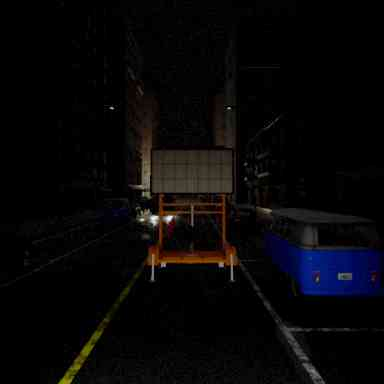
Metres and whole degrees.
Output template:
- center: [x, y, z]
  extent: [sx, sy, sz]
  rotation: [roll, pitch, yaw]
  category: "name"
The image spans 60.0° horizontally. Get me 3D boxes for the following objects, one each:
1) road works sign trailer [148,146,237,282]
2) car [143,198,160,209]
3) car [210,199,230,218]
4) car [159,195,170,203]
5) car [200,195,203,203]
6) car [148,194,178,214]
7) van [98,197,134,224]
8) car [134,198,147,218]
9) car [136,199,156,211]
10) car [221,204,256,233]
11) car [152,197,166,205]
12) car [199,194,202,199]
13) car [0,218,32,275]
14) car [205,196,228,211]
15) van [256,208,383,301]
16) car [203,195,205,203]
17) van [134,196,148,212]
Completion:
- center: [0.010, 0.464, 9.747]
  extent: [2.380, 3.560, 2.880]
  rotation: [0, 0, 0]
  category: "road works sign trailer"
- center: [-5.622, 1.584, 46.584]
  extent: [1.802, 1.307, 4.206]
  rotation: [0, 0, 0]
  category: "car"
- center: [2.887, 1.581, 30.071]
  extent: [1.802, 1.307, 4.206]
  rotation: [0, 0, 0]
  category: "car"
- center: [-5.601, 1.451, 68.590]
  extent: [1.967, 1.590, 4.097]
  rotation: [0, 0, 0]
  category: "car"
- center: [2.914, 1.557, 57.578]
  extent: [2.008, 1.369, 4.403]
  rotation: [0, 0, 0]
  category: "car"
- center: [-2.970, 1.222, 35.016]
  extent: [2.150, 2.045, 5.566]
  rotation: [0, 0, 0]
  category: "car"
- center: [-5.645, 1.340, 24.580]
  extent: [1.690, 1.788, 3.998]
  rotation: [0, 0, 0]
  category: "van"
- center: [-5.639, 1.550, 30.080]
  extent: [2.008, 1.369, 4.403]
  rotation: [0, 0, 0]
  category: "car"
- center: [-5.628, 1.567, 41.083]
  extent: [1.947, 1.339, 4.313]
  rotation: [0, 0, 0]
  category: "car"
- center: [2.876, 1.581, 19.069]
  extent: [1.802, 1.307, 4.206]
  rotation: [0, 0, 0]
  category: "car"
- center: [-5.611, 1.572, 57.587]
  extent: [1.947, 1.339, 4.313]
  rotation: [0, 0, 0]
  category: "car"
- center: [2.925, 1.577, 68.581]
  extent: [1.947, 1.339, 4.313]
  rotation: [0, 0, 0]
  category: "car"
- center: [-5.661, 1.440, 8.075]
  extent: [1.967, 1.590, 4.097]
  rotation: [0, 0, 0]
  category: "car"
- center: [2.892, 1.315, 35.573]
  extent: [2.192, 1.841, 5.009]
  rotation: [0, 0, 0]
  category: "car"
- center: [2.864, 1.341, 8.066]
  extent: [1.690, 1.788, 3.998]
  rotation: [0, 0, 0]
  category: "van"
- center: [2.903, 1.443, 46.576]
  extent: [1.967, 1.590, 4.097]
  rotation: [0, 0, 0]
  category: "car"
- center: [-5.634, 1.341, 35.581]
  extent: [1.690, 1.788, 3.998]
  rotation: [0, 0, 0]
  category: "van"
